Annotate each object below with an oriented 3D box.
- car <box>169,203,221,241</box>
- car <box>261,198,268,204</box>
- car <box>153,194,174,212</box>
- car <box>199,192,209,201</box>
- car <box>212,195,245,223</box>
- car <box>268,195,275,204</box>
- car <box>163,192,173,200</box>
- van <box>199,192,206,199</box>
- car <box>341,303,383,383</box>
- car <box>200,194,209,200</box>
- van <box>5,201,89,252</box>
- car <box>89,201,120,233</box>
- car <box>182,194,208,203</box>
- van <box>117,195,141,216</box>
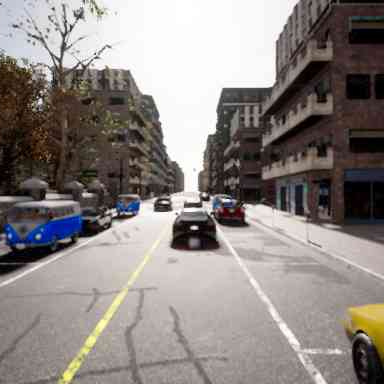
[{"bbox_3d":[0.103,1.461,15.990,1.994,1.385,4.181,0,0,0],"label":"car"},{"bbox_3d":[13.652,1.240,55.837,4.097,1.590,1.967,0,-1,1],"label":"car"},{"bbox_3d":[-3.044,1.276,35.831,1.837,1.490,4.892,0,0,1],"label":"car"},{"bbox_3d":[2.716,1.133,67.654,1.947,1.339,4.313,1,0,0],"label":"car"},{"bbox_3d":[2.679,1.284,24.184,1.967,1.590,4.097,1,0,0],"label":"car"},{"bbox_3d":[13.547,1.271,47.455,4.313,1.339,1.947,0,-1,1],"label":"car"},{"bbox_3d":[-5.660,0.936,78.939,1.967,1.590,4.097,1,0,0],"label":"car"},{"bbox_3d":[2.723,0.802,84.579,1.690,1.788,3.998,1,0,0],"label":"van"},{"bbox_3d":[2.703,1.510,2.261,1.752,1.417,4.829,1,0,0],"label":"car"},{"bbox_3d":[2.717,1.082,73.296,2.008,1.369,4.403,1,0,0],"label":"car"},{"bbox_3d":[-5.679,1.256,13.139,1.690,1.788,3.998,1,0,0],"label":"van"},{"bbox_3d":[-5.657,1.445,18.664,1.947,1.339,4.313,1,0,0],"label":"car"},{"bbox_3d":[0.107,1.283,32.339,2.128,1.511,4.902,0,0,0],"label":"car"},{"bbox_3d":[-5.634,1.150,29.710,1.690,1.788,3.998,1,0,0],"label":"van"}]
